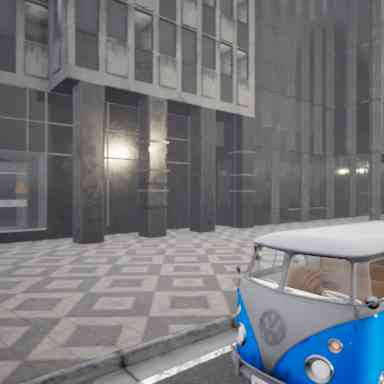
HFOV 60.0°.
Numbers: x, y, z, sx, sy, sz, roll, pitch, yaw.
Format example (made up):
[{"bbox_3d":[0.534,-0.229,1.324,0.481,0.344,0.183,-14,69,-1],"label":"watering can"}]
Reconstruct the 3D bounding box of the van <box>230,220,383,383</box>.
[{"bbox_3d":[2.309,1.346,4.491,3.998,1.788,1.690,0,0,-39],"label":"van"}]
